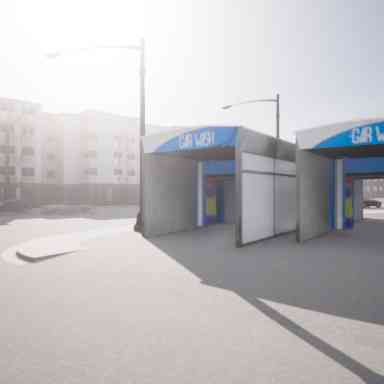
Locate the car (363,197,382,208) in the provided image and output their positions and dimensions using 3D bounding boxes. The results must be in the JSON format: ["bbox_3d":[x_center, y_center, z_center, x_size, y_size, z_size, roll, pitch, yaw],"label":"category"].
[{"bbox_3d":[24.461,1.482,46.743,4.902,1.511,2.128,0,0,-24],"label":"car"}]

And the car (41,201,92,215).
[{"bbox_3d":[-12.845,1.595,34.107,1.895,1.301,4.718,0,0,42],"label":"car"}]

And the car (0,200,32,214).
[{"bbox_3d":[-18.274,1.519,32.791,1.812,1.442,4.674,0,0,37],"label":"car"}]
